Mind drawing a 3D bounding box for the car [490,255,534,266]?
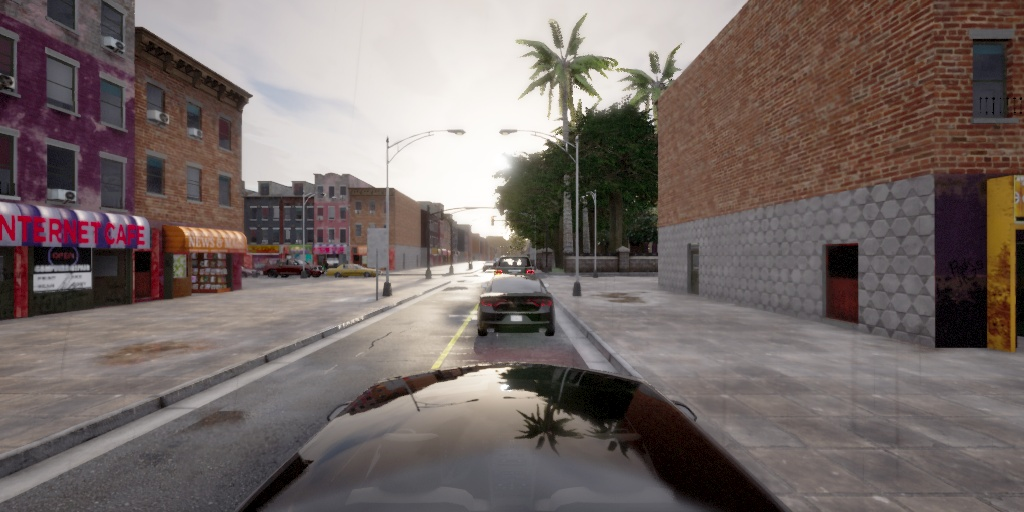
[{"bbox_3d":[0.109,0.980,20.374,2.150,2.045,5.566,0,0,-1],"label":"car"}]

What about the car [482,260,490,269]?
[{"bbox_3d":[-2.842,1.316,47.819,1.812,1.442,4.674,0,0,0],"label":"car"}]

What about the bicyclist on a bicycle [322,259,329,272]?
[{"bbox_3d":[-20.131,1.124,38.597,0.582,1.620,1.656,0,0,0],"label":"bicyclist on a bicycle"}]

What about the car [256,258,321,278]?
[{"bbox_3d":[-20.051,1.127,32.951,5.009,1.841,2.192,0,0,0],"label":"car"}]

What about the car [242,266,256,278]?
[{"bbox_3d":[-25.503,1.409,32.947,4.207,1.307,1.802,0,0,0],"label":"car"}]

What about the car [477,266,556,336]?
[{"bbox_3d":[0.102,1.230,10.405,1.882,1.535,5.008,0,0,0],"label":"car"}]

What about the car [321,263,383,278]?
[{"bbox_3d":[-14.429,1.324,32.956,4.829,1.417,1.751,0,0,0],"label":"car"}]
